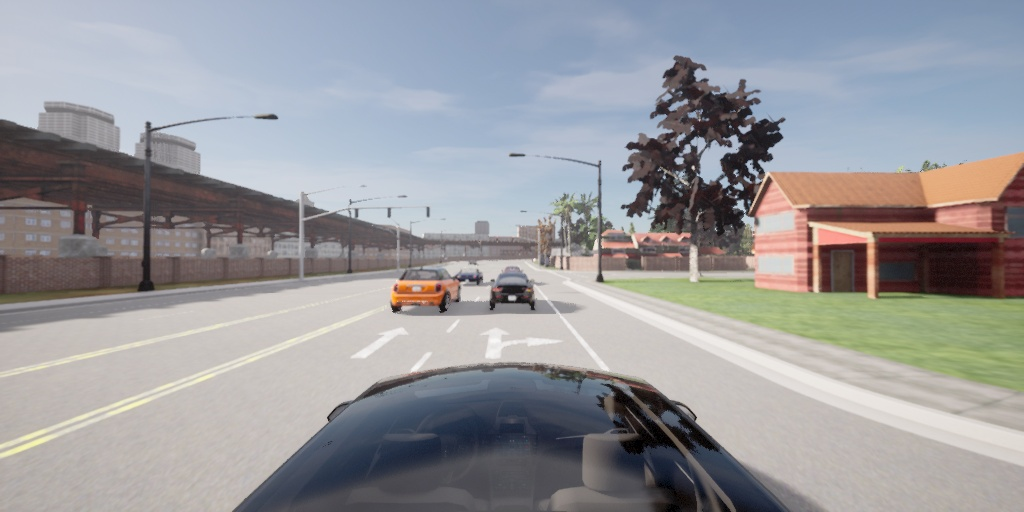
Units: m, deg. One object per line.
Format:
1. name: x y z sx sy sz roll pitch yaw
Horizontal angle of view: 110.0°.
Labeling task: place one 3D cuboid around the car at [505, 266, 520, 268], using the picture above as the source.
1. car: 0.034 1.594 30.714 1.812 1.442 4.674 0 0 1

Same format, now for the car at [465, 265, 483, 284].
1. car: -3.474 1.662 30.066 1.895 1.301 4.718 0 -1 0

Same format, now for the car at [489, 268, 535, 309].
1. car: 0.027 1.429 15.720 1.812 1.442 4.674 0 0 1

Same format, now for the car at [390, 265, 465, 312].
1. car: -3.477 1.250 15.247 2.097 1.767 4.553 0 -1 0
